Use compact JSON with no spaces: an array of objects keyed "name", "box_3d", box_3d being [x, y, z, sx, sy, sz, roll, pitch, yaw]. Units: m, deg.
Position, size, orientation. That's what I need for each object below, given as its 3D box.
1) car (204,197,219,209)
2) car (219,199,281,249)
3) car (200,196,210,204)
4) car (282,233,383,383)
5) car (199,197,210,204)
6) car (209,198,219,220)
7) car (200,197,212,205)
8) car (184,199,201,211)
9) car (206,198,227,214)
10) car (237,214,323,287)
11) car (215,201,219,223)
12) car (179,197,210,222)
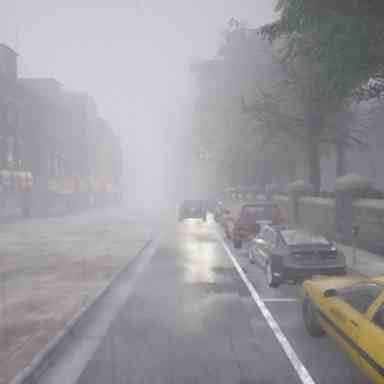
[{"name":"car","box_3d":[2.752,1.541,48.054,1.882,1.535,5.008,0,0,0]},{"name":"car","box_3d":[2.620,1.314,14.559,2.192,1.841,5.009,-1,0,0]},{"name":"car","box_3d":[2.675,1.674,68.773,1.752,1.417,4.829,-1,0,0]},{"name":"car","box_3d":[2.624,1.523,3.827,1.752,1.417,4.829,-1,0,0]},{"name":"car","box_3d":[2.651,1.709,70.746,2.008,1.369,4.403,-1,0,0]},{"name":"car","box_3d":[2.622,1.450,25.460,1.967,1.590,4.097,-1,0,0]},{"name":"car","box_3d":[2.624,1.675,63.611,2.008,1.369,4.403,-1,0,0]},{"name":"car","box_3d":[0.080,1.594,42.861,2.033,1.411,5.357,0,0,0]},{"name":"car","box_3d":[2.622,1.470,36.360,1.967,1.590,4.097,-1,0,0]},{"name":"car","box_3d":[2.624,1.547,9.109,2.008,1.369,4.403,-1,0,0]},{"name":"car","box_3d":[2.624,1.529,20.179,1.752,1.417,4.829,-1,0,0]},{"name":"car","box_3d":[0.071,1.363,26.544,2.097,1.767,4.553,0,0,0]}]
